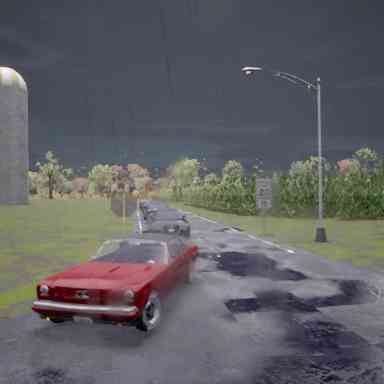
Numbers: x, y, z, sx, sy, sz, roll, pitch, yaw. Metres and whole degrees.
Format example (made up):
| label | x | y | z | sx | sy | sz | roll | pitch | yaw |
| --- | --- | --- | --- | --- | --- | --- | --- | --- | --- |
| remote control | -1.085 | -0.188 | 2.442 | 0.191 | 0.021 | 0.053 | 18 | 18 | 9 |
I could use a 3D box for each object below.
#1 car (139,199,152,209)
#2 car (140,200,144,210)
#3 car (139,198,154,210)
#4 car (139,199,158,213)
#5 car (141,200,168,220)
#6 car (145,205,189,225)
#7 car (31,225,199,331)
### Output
| label | x | y | z | sx | sy | sz | roll | pitch | yaw |
| --- | --- | --- | --- | --- | --- | --- | --- | --- | --- |
| car | -4.389 | 1.708 | 35.731 | 2.033 | 1.411 | 5.357 | -1 | 0 | -10 |
| car | -3.361 | 1.700 | 29.864 | 1.994 | 1.385 | 4.181 | -1 | 0 | -10 |
| car | -6.650 | 1.694 | 48.172 | 1.882 | 1.535 | 5.008 | -1 | 0 | -10 |
| car | -5.533 | 1.681 | 42.085 | 2.128 | 1.511 | 4.902 | -1 | 0 | -10 |
| car | -2.259 | 1.600 | 23.440 | 2.128 | 1.511 | 4.902 | -1 | 0 | -10 |
| car | -1.314 | 1.648 | 17.793 | 1.994 | 1.385 | 4.181 | -1 | 0 | -10 |
| car | -1.193 | 1.654 | 7.228 | 1.895 | 1.301 | 4.718 | 0 | 0 | 12 |
